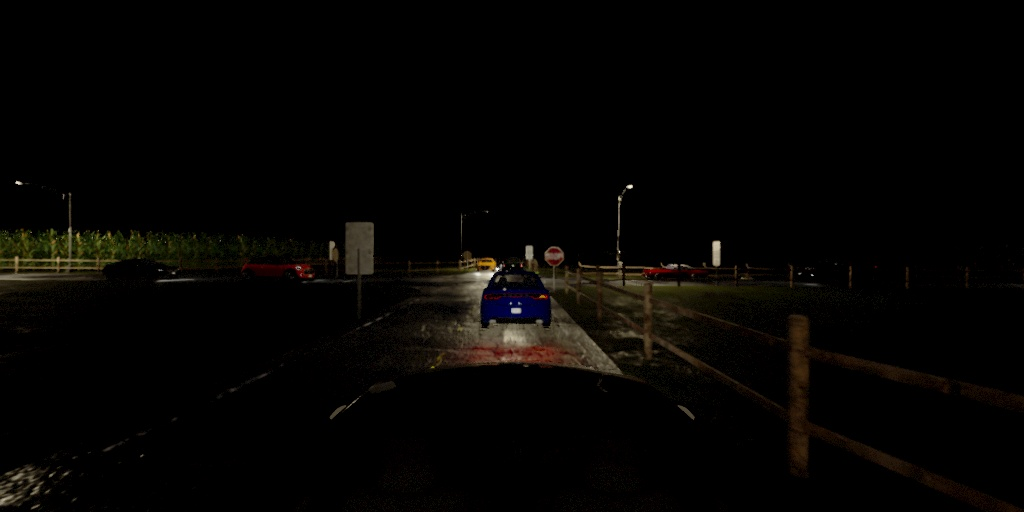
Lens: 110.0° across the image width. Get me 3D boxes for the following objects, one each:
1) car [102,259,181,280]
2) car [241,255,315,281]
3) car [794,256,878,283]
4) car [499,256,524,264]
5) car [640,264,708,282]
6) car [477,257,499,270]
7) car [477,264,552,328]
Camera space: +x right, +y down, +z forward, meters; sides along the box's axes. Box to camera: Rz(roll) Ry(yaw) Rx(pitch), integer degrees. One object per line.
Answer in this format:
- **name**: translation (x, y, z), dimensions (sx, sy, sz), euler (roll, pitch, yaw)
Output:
- **car**: translation (-27.020, 0.950, 26.196), dimensions (4.674, 1.442, 1.812), euler (1, 0, 1)
- **car**: translation (-16.894, 0.856, 26.098), dimensions (4.553, 1.767, 2.097), euler (0, 0, 1)
- **car**: translation (25.769, 1.055, 28.645), dimensions (5.566, 2.045, 2.150), euler (1, 0, 1)
- **car**: translation (0.095, 0.923, 35.387), dimensions (2.097, 1.767, 4.553), euler (0, 0, 0)
- **car**: translation (12.924, 1.322, 28.743), dimensions (4.718, 1.301, 1.895), euler (0, 0, -1)
- **car**: translation (-2.887, 1.015, 41.802), dimensions (1.882, 1.535, 5.008), euler (0, 0, 1)
- **car**: translation (0.101, 1.177, 11.224), dimensions (1.882, 1.535, 5.008), euler (0, 0, 0)
